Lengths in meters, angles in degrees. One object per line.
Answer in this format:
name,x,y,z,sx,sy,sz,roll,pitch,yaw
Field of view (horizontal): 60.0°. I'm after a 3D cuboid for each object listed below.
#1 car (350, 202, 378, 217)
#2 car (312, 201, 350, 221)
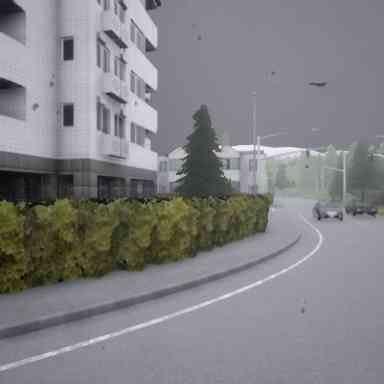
car,15.603,1.583,31.000,1.895,1.301,4.718,0,0,14
car,10.872,1.479,26.783,2.128,1.511,4.902,0,0,14
